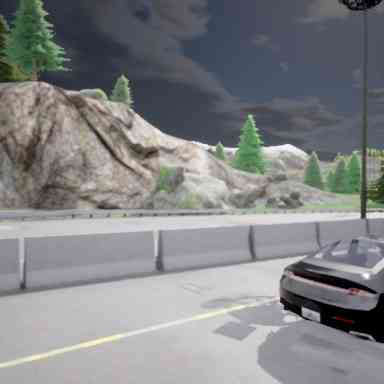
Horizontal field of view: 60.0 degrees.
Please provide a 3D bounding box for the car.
[{"bbox_3d":[3.727,1.558,6.054,4.902,1.511,2.128,1,0,-33],"label":"car"}]
